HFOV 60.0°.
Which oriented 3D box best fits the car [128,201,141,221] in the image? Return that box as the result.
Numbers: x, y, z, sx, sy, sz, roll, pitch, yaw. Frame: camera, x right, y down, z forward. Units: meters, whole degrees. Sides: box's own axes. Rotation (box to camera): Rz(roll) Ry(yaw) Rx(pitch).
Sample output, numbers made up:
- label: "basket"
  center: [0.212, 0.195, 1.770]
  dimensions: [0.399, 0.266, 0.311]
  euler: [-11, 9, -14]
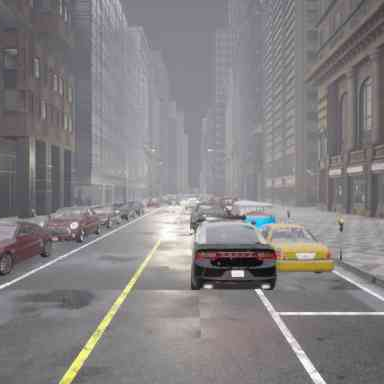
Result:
- label: "car"
  center: [-5.718, 1.569, 27.063]
  dimensions: [1.947, 1.339, 4.313]
  euler: [0, 0, 0]

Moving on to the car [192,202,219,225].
- label: "car"
  center: [0.944, 1.529, 25.100]
  dimensions: [1.812, 1.442, 4.674]
  euler: [0, 0, 0]

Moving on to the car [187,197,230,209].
- label: "car"
  center: [0.932, 1.352, 19.070]
  dimensions: [2.097, 1.767, 4.553]
  euler: [0, 0, 0]

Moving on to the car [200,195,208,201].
- label: "car"
  center: [2.906, 1.583, 83.078]
  dimensions: [1.887, 1.381, 4.507]
  euler: [0, 0, 0]

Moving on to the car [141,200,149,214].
- label: "car"
  center: [-5.708, 1.571, 32.665]
  dimensions: [1.947, 1.339, 4.313]
  euler: [0, 0, 0]

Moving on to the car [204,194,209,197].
- label: "car"
  center: [2.826, 1.324, 38.264]
  dimensions: [2.192, 1.841, 5.009]
  euler: [0, 0, 0]

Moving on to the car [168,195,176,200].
- label: "car"
  center: [-5.599, 1.591, 94.289]
  dimensions: [1.887, 1.381, 4.507]
  euler: [0, 0, 0]

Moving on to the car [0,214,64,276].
- label: "car"
  center: [-5.748, 1.582, 10.257]
  dimensions: [1.802, 1.307, 4.206]
  euler: [0, 0, 0]

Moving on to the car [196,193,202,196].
- label: "car"
  center: [0.100, 1.372, 55.800]
  dimensions: [2.097, 1.767, 4.553]
  euler: [0, 0, 0]

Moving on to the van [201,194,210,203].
- label: "van"
  center: [2.886, 1.372, 71.874]
  dimensions: [1.690, 1.788, 3.998]
  euler: [0, 0, 0]

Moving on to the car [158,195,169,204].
- label: "car"
  center: [-5.649, 1.467, 66.278]
  dimensions: [1.967, 1.590, 4.097]
  euler: [0, 0, 0]

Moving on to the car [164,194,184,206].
- label: "car"
  center: [-2.905, 1.510, 54.074]
  dimensions: [2.128, 1.511, 4.902]
  euler: [0, 0, 0]

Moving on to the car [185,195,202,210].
- label: "car"
  center: [0.100, 1.538, 43.717]
  dimensions: [1.812, 1.442, 4.674]
  euler: [0, 0, 1]

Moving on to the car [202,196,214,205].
- label: "car"
  center: [2.866, 1.463, 60.671]
  dimensions: [1.967, 1.590, 4.097]
  euler: [0, 0, 0]

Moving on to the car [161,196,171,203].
- label: "car"
  center: [-5.639, 1.575, 71.880]
  dimensions: [1.887, 1.381, 4.507]
  euler: [0, 0, 0]

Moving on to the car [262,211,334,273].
- label: "car"
  center: [2.777, 1.525, 10.426]
  dimensions: [1.752, 1.417, 4.829]
  euler: [0, 0, 0]

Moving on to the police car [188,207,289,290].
- label: "police car"
  center: [0.915, 1.425, 9.209]
  dimensions: [1.930, 1.638, 5.238]
  euler: [0, 0, 0]

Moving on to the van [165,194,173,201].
- label: "van"
  center: [-5.620, 1.379, 83.085]
  dimensions: [1.690, 1.788, 3.998]
  euler: [0, 0, 0]

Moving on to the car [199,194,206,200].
- label: "car"
  center: [2.926, 1.486, 94.282]
  dimensions: [1.967, 1.590, 4.097]
  euler: [0, 0, 0]

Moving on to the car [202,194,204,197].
- label: "car"
  center: [2.846, 1.456, 49.468]
  dimensions: [1.967, 1.590, 4.097]
  euler: [0, 0, 0]

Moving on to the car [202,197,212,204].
- label: "car"
  center: [2.877, 1.609, 66.273]
  dimensions: [1.802, 1.307, 4.206]
  euler: [0, 0, 0]

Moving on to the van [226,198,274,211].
- label: "van"
  center: [2.786, 1.342, 15.858]
  dimensions: [1.690, 1.788, 3.998]
  euler: [0, 0, 0]

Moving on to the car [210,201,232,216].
- label: "car"
  center: [2.817, 1.588, 32.663]
  dimensions: [1.802, 1.307, 4.206]
  euler: [0, 0, 0]

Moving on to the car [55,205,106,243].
- label: "car"
  center: [-5.738, 1.441, 15.859]
  dimensions: [1.967, 1.590, 4.097]
  euler: [0, 0, 0]

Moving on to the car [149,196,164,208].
- label: "car"
  center: [-5.679, 1.560, 49.472]
  dimensions: [1.887, 1.381, 4.507]
  euler: [0, 0, 0]

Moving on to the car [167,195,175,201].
- label: "car"
  center: [-5.609, 1.587, 88.687]
  dimensions: [1.887, 1.381, 4.507]
  euler: [0, 0, 0]

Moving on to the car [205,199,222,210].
- label: "car"
  center: [2.837, 1.578, 43.866]
  dimensions: [1.947, 1.339, 4.313]
  euler: [0, 0, 0]

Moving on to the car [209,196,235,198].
- label: "car"
  center: [2.806, 1.318, 27.061]
  dimensions: [2.192, 1.841, 5.009]
  euler: [0, 0, 0]

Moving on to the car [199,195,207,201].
- label: "car"
  center: [2.916, 1.587, 88.681]
  dimensions: [1.887, 1.381, 4.507]
  euler: [0, 0, 0]

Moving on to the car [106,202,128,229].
- label: "car"
  center: [-5.728, 1.552, 21.462]
  dimensions: [2.008, 1.369, 4.403]
  euler: [0, 0, 0]
